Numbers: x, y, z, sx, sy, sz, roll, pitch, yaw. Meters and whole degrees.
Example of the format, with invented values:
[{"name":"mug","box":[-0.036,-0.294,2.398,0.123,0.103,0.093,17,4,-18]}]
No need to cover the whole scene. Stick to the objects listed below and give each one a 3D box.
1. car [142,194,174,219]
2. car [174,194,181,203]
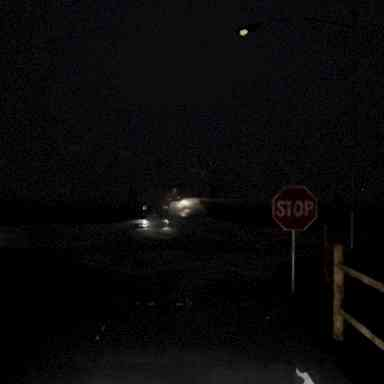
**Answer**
[{"name":"car","box":[-2.890,1.220,27.831,2.097,1.767,4.553,0,0,0]},{"name":"car","box":[-3.048,1.207,59.560,1.837,1.490,4.892,0,0,0]}]
